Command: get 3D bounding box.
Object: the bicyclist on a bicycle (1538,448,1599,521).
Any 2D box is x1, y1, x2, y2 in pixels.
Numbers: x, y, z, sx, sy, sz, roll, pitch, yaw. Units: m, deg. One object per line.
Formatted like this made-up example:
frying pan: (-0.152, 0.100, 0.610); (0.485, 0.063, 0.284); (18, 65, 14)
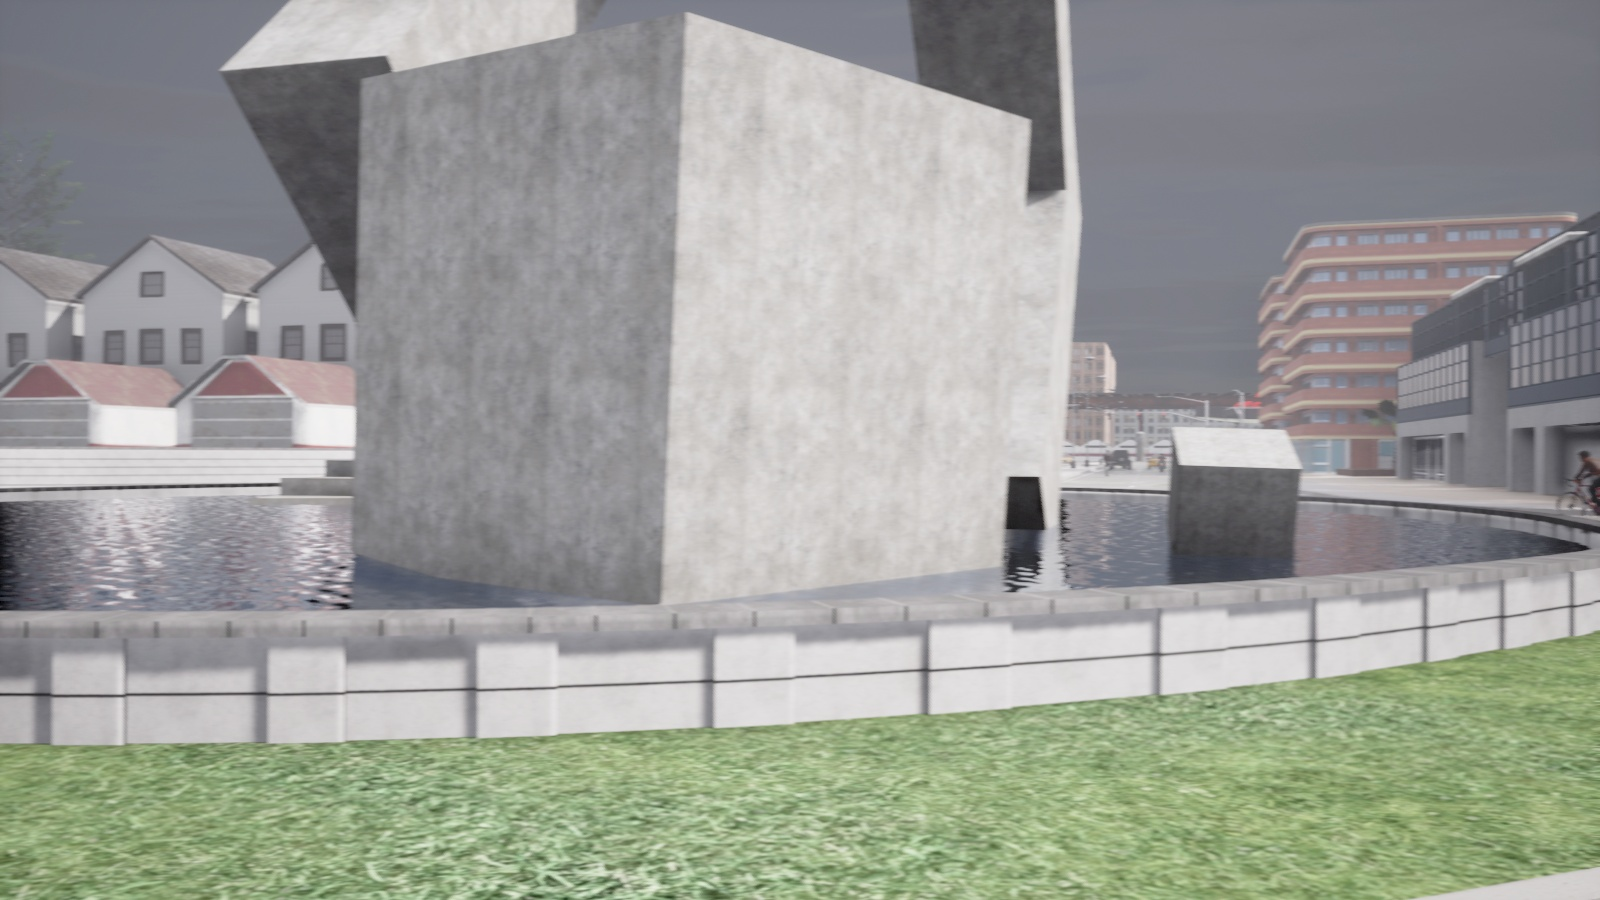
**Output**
bicyclist on a bicycle: (17.655, 0.759, 28.393); (0.582, 1.620, 1.656); (0, 0, -21)
